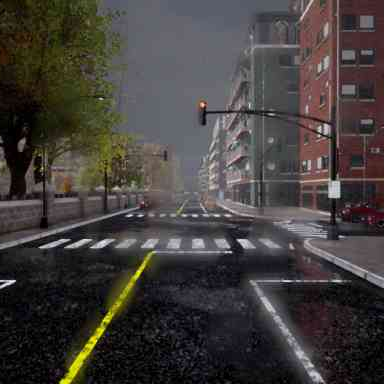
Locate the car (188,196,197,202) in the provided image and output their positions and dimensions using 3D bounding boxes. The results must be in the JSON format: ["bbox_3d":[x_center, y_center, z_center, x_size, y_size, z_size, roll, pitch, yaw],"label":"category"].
[{"bbox_3d":[0.094,1.591,79.593,1.994,1.385,4.181,0,0,0],"label":"car"}]

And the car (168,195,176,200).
[{"bbox_3d":[-5.585,1.579,93.524,1.752,1.417,4.829,0,0,0],"label":"car"}]

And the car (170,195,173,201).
[{"bbox_3d":[-5.610,1.613,71.553,1.802,1.307,4.206,0,0,0],"label":"car"}]

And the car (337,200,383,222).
[{"bbox_3d":[14.648,1.591,27.282,5.009,1.841,2.192,1,-1,0],"label":"car"}]

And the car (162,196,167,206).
[{"bbox_3d":[-5.629,1.457,54.948,1.967,1.590,4.097,0,0,0],"label":"car"}]

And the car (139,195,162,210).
[{"bbox_3d":[-5.642,1.324,43.878,2.192,1.841,5.009,0,0,0],"label":"car"}]

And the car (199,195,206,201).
[{"bbox_3d":[2.789,1.592,88.150,1.887,1.381,4.507,0,0,0],"label":"car"}]

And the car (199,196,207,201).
[{"bbox_3d":[2.783,1.586,82.615,1.887,1.381,4.507,0,0,0],"label":"car"}]

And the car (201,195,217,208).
[{"bbox_3d":[2.746,1.538,49.574,1.752,1.417,4.829,0,0,0],"label":"car"}]

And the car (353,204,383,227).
[{"bbox_3d":[14.693,1.851,24.677,4.181,1.385,1.994,1,0,0],"label":"car"}]

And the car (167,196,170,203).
[{"bbox_3d":[-5.623,1.566,60.483,1.887,1.381,4.507,0,0,0],"label":"car"}]

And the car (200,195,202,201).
[{"bbox_3d":[2.752,1.562,54.939,1.887,1.381,4.507,0,0,0],"label":"car"}]

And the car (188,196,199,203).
[{"bbox_3d":[0.084,1.576,69.182,2.033,1.411,5.357,0,0,0],"label":"car"}]

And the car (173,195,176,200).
[{"bbox_3d":[-5.597,1.623,82.624,1.802,1.307,4.206,0,0,0],"label":"car"}]

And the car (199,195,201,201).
[{"bbox_3d":[2.758,1.572,60.475,2.008,1.369,4.403,0,0,0],"label":"car"}]
